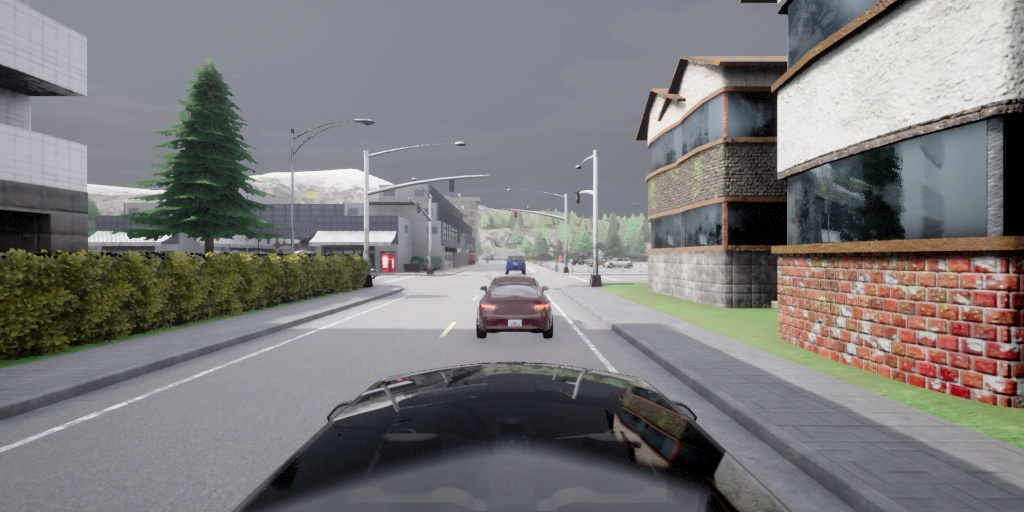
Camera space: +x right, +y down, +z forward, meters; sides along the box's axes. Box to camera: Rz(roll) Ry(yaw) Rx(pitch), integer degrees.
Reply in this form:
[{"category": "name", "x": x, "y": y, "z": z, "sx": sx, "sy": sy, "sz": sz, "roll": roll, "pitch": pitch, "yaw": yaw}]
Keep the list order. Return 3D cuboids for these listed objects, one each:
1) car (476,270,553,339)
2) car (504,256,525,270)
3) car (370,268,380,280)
[{"category": "car", "x": 0.071, "y": 1.276, "z": 10.003, "sx": 1.812, "sy": 1.442, "sz": 4.674, "roll": 0, "pitch": 0, "yaw": 0}, {"category": "car", "x": 0.339, "y": 0.975, "z": 41.098, "sx": 2.150, "sy": 2.045, "sz": 5.566, "roll": 0, "pitch": 0, "yaw": -1}, {"category": "car", "x": -12.319, "y": 1.099, "z": 26.755, "sx": 4.674, "sy": 1.442, "sz": 1.812, "roll": 0, "pitch": 0, "yaw": 2}]
